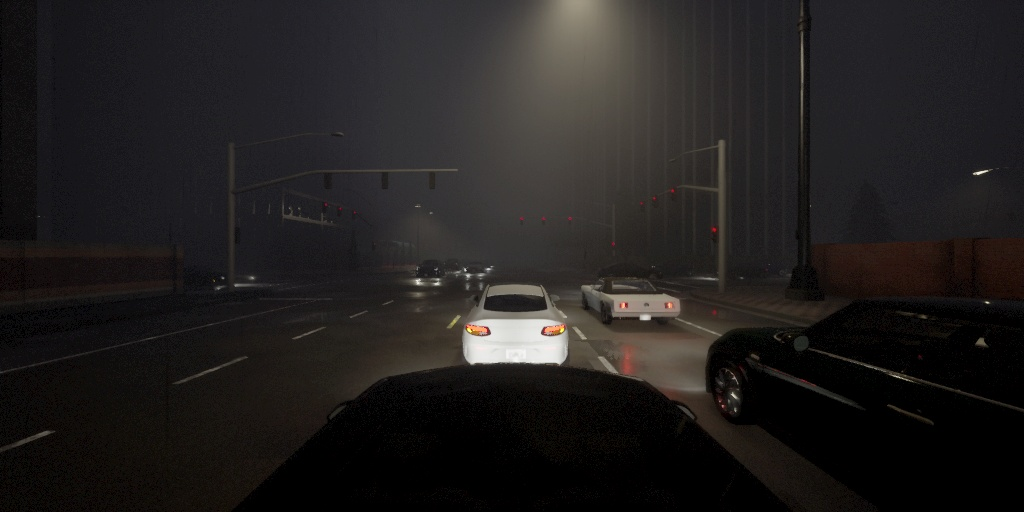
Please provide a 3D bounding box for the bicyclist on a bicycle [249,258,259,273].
[{"bbox_3d":[-28.409,1.051,39.513,0.582,1.620,1.656,0,0,-1],"label":"bicyclist on a bicycle"}]

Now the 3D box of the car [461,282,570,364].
[{"bbox_3d":[0.059,1.276,7.577,1.812,1.442,4.674,0,0,0],"label":"car"}]

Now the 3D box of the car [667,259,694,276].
[{"bbox_3d":[15.338,1.102,35.147,4.553,1.767,2.097,0,0,0],"label":"car"}]

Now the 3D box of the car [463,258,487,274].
[{"bbox_3d":[-4.249,1.276,41.679,1.812,1.442,4.674,0,0,-1],"label":"car"}]

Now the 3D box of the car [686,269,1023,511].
[{"bbox_3d":[3.599,1.102,2.893,2.097,1.767,4.553,0,0,0],"label":"car"}]

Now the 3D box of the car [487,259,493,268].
[{"bbox_3d":[-4.553,1.351,59.640,1.895,1.301,4.718,0,0,-1],"label":"car"}]

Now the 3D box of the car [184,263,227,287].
[{"bbox_3d":[-21.419,1.314,24.093,4.181,1.385,1.994,0,0,0],"label":"car"}]

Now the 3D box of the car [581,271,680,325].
[{"bbox_3d":[3.563,1.351,11.795,1.895,1.301,4.718,0,0,0],"label":"car"}]

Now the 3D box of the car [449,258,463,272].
[{"bbox_3d":[-7.868,1.102,47.401,2.097,1.767,4.553,0,0,-1],"label":"car"}]

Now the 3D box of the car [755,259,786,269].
[{"bbox_3d":[24.230,1.102,35.229,4.553,1.767,2.097,0,0,0],"label":"car"}]

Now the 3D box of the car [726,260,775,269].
[{"bbox_3d":[20.189,1.314,31.693,4.181,1.385,1.994,0,0,-1],"label":"car"}]

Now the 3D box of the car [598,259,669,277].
[{"bbox_3d":[9.253,1.227,28.265,5.008,1.535,1.882,0,1,9],"label":"car"}]

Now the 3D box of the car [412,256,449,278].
[{"bbox_3d":[-7.559,1.101,33.594,2.097,1.767,4.553,0,0,-1],"label":"car"}]
